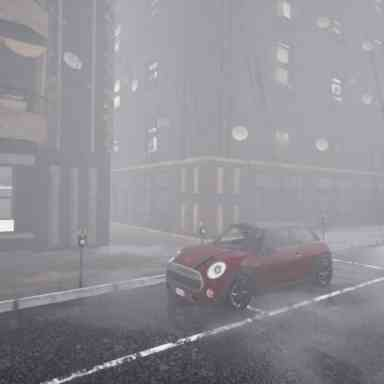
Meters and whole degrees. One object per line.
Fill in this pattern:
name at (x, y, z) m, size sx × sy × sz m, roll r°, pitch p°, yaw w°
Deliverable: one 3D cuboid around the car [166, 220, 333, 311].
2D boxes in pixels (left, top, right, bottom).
car at (1.390, 1.441, 7.697) m, size 4.097 × 1.590 × 1.967 m, roll 0°, pitch 1°, yaw -36°
